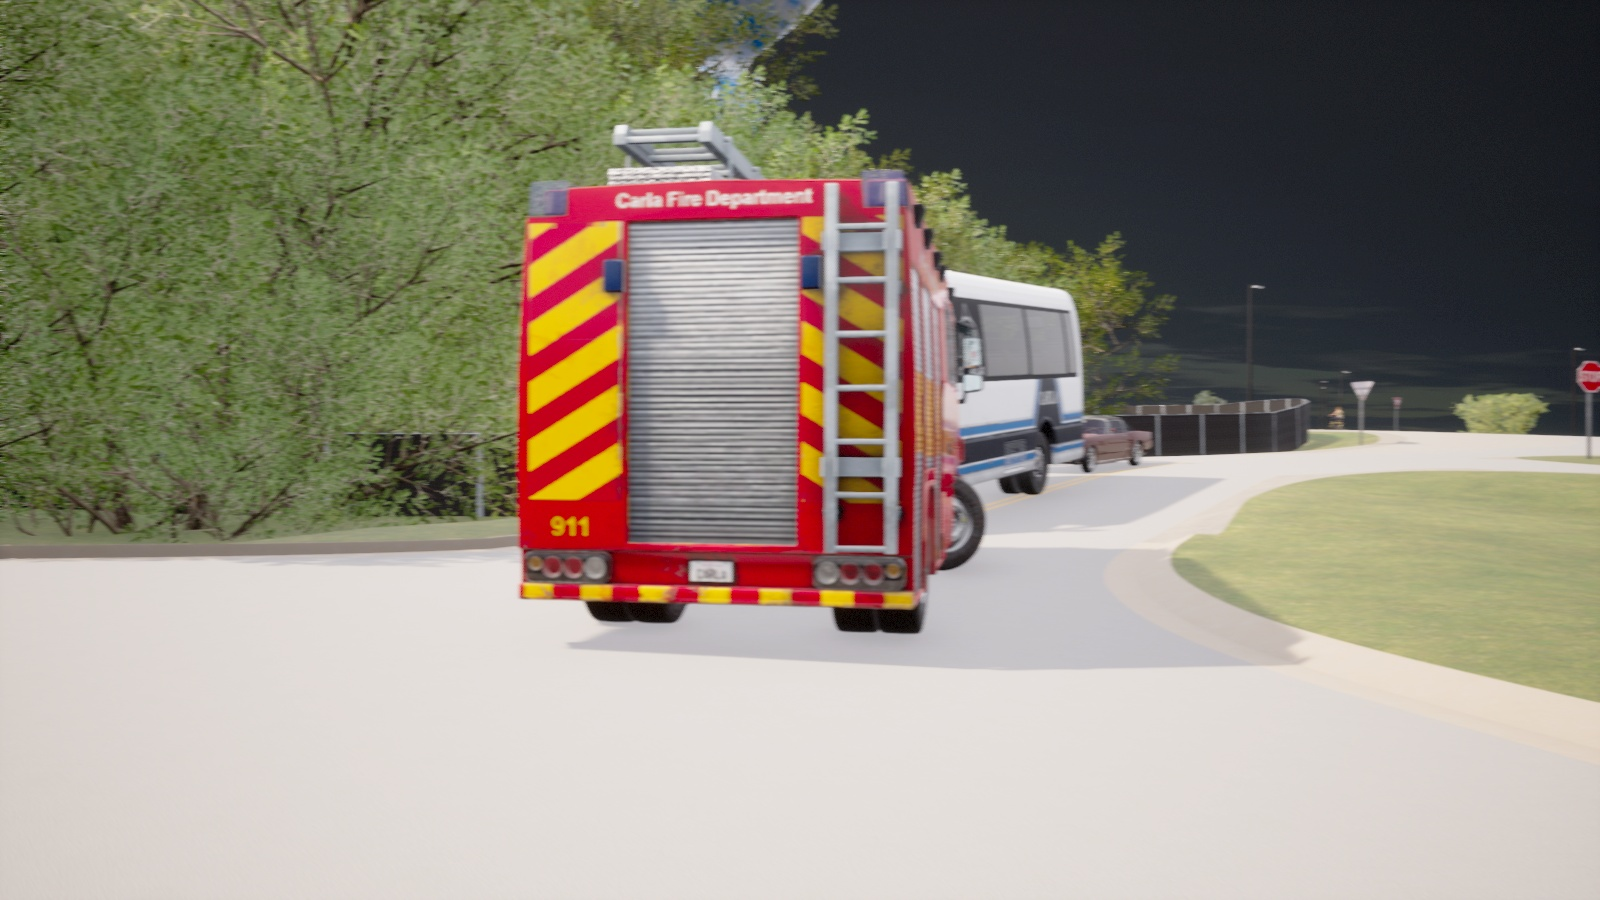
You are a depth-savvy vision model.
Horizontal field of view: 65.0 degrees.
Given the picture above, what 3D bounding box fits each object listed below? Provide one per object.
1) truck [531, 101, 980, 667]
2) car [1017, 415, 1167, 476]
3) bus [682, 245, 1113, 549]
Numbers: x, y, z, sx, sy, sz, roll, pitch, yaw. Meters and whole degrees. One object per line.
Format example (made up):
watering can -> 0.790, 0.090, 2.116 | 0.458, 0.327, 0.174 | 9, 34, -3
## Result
truck -> 0.243, -0.468, 12.907 | 2.891, 3.827, 8.468 | 0, 0, 10
car -> 7.420, -0.169, 31.538 | 1.895, 1.301, 4.718 | 1, 3, 37
bus -> 2.424, -1.074, 23.016 | 3.944, 4.253, 10.273 | 0, 4, 29
